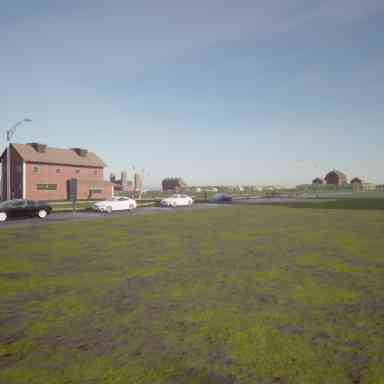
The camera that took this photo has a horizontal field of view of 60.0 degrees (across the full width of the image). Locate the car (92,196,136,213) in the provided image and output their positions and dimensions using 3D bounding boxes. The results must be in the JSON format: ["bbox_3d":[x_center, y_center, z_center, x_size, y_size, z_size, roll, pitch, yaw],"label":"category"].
[{"bbox_3d":[-7.421,1.170,32.257,1.812,1.442,4.674,1,1,36],"label":"car"}]

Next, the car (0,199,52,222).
[{"bbox_3d":[-12.913,1.285,24.677,1.837,1.490,4.892,1,1,36],"label":"car"}]

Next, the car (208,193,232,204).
[{"bbox_3d":[4.142,0.875,48.171,1.812,1.442,4.674,1,1,36],"label":"car"}]

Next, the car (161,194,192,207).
[{"bbox_3d":[-1.770,1.026,40.062,1.812,1.442,4.674,1,1,36],"label":"car"}]
